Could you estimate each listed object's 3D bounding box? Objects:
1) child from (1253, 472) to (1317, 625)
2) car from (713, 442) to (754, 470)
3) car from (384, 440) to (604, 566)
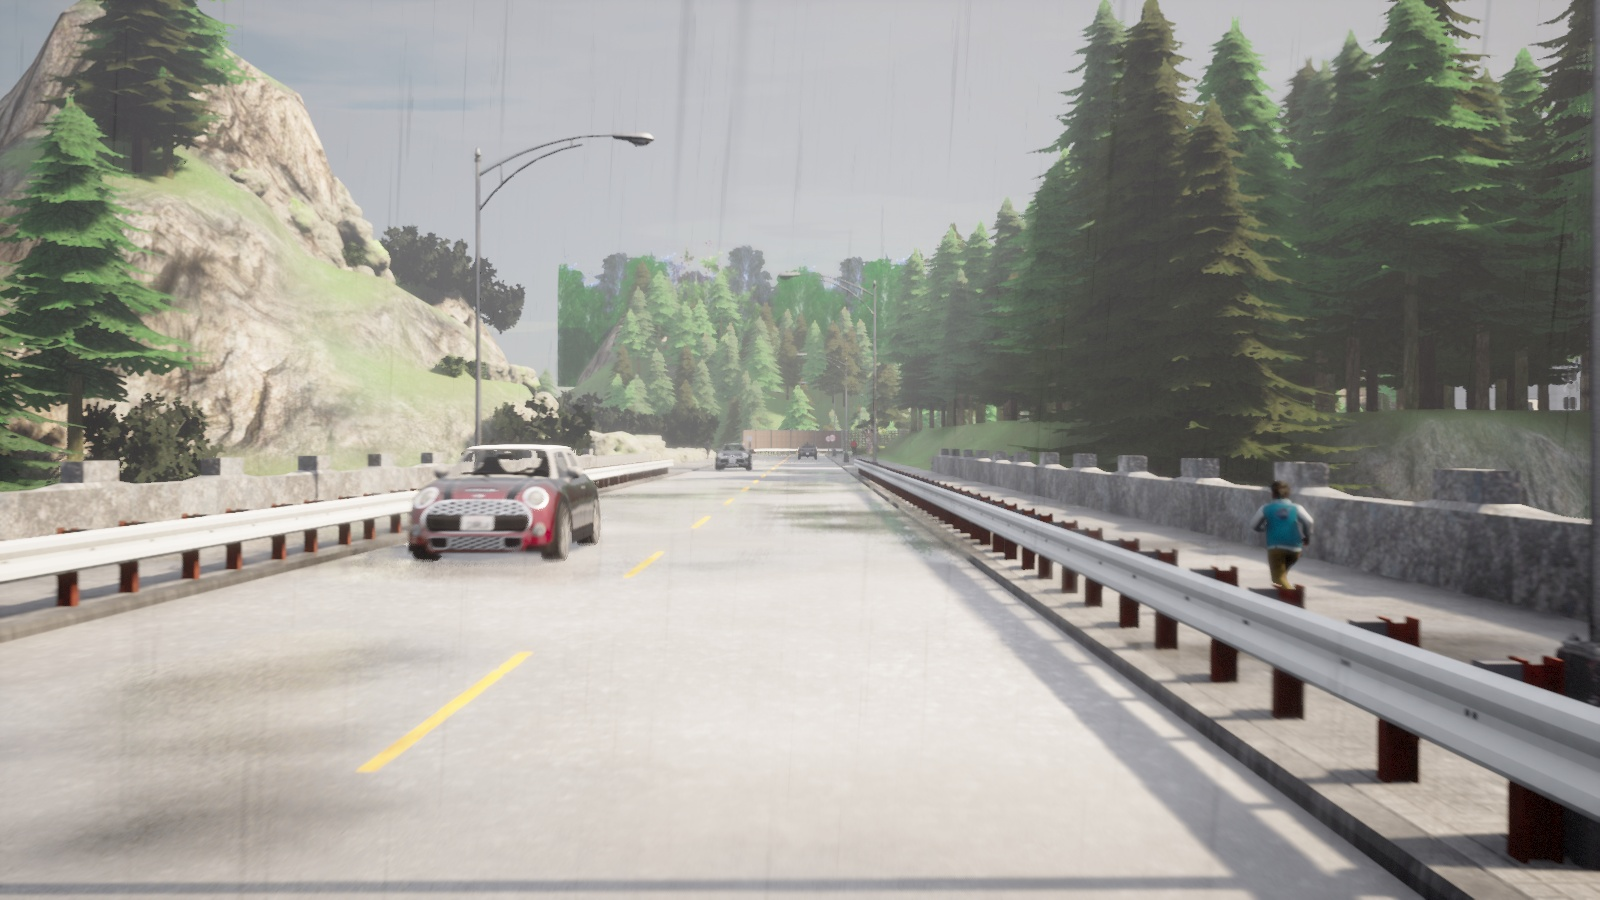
[{"bbox_3d":[3.906,0.782,10.138,0.343,1.192,0.448,0,0,1],"label":"child"},{"bbox_3d":[-3.581,0.325,68.099,1.970,1.475,3.806,0,0,0],"label":"car"},{"bbox_3d":[-3.887,0.615,16.649,1.970,1.475,3.806,0,0,0],"label":"car"}]
